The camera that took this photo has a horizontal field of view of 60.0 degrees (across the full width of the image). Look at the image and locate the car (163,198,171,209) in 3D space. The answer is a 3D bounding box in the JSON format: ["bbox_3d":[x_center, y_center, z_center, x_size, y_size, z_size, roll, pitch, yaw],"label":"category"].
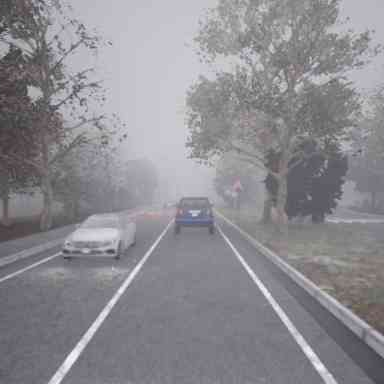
[{"bbox_3d":[-3.054,1.575,47.315,2.128,1.511,4.902,0,0,1],"label":"car"}]

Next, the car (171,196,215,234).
[{"bbox_3d":[0.145,1.271,19.839,2.150,2.045,5.566,0,0,0],"label":"car"}]

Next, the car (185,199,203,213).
[{"bbox_3d":[0.202,1.566,37.662,1.837,1.490,4.892,0,-3,0],"label":"car"}]

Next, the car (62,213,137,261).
[{"bbox_3d":[-3.220,1.537,12.455,1.812,1.442,4.674,0,0,0],"label":"car"}]
